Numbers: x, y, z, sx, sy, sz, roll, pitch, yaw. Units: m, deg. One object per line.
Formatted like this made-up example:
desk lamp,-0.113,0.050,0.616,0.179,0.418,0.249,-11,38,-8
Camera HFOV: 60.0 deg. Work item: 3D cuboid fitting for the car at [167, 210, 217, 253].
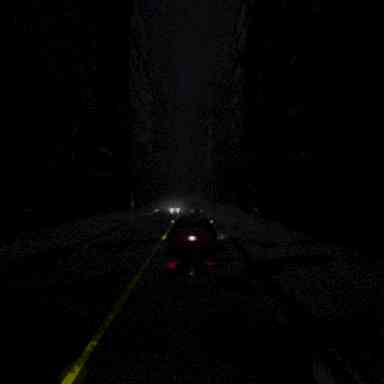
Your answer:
car,0.011,1.702,14.325,1.994,1.385,4.181,0,-1,0

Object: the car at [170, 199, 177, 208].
car,-2.983,2.087,61.133,2.128,1.511,4.902,0,-1,0

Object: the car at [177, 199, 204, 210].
car,0.012,1.637,29.070,2.097,1.767,4.553,0,-1,0
